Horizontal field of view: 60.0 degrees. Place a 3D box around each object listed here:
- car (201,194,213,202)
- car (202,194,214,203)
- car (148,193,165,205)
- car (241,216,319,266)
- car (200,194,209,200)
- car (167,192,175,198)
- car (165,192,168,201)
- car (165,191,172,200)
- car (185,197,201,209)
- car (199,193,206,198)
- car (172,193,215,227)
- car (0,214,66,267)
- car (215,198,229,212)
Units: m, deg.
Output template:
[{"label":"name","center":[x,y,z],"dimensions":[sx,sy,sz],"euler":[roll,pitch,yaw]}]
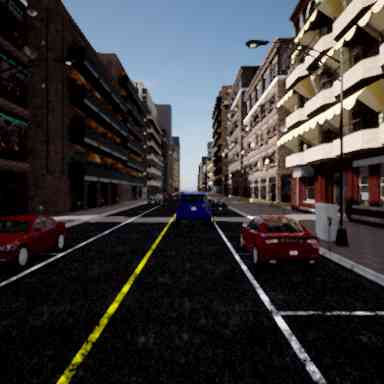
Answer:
[{"label":"car","center":[2.702,1.098,61.757],"dimensions":[1.947,1.339,4.313],"euler":[0,0,0]},{"label":"car","center":[2.702,1.100,56.290],"dimensions":[1.752,1.417,4.829],"euler":[0,0,0]},{"label":"car","center":[-5.680,1.169,50.490],"dimensions":[2.008,1.369,4.403],"euler":[0,0,0]},{"label":"car","center":[2.694,1.461,11.033],"dimensions":[1.887,1.381,4.507],"euler":[0,0,0]},{"label":"car","center":[2.704,1.028,73.029],"dimensions":[1.802,1.307,4.206],"euler":[0,0,0]},{"label":"car","center":[-5.674,0.844,89.772],"dimensions":[1.752,1.417,4.829],"euler":[0,0,0]},{"label":"car","center":[-5.680,1.126,56.126],"dimensions":[2.008,1.369,4.403],"euler":[0,0,0]},{"label":"car","center":[-5.678,1.034,67.399],"dimensions":[1.887,1.381,4.507],"euler":[0,0,0]},{"label":"car","center":[0.107,1.296,40.361],"dimensions":[1.895,1.301,4.718],"euler":[0,0,0]},{"label":"car","center":[2.707,0.899,89.938],"dimensions":[1.802,1.307,4.206],"euler":[0,0,0]},{"label":"car","center":[0.104,1.055,21.725],"dimensions":[2.150,2.045,5.566],"euler":[0,0,0]},{"label":"car","center":[-5.686,1.461,11.038],"dimensions":[1.887,1.381,4.507],"euler":[0,0,0]},{"label":"car","center":[2.698,1.298,33.576],"dimensions":[2.008,1.369,4.403],"euler":[0,0,0]}]
